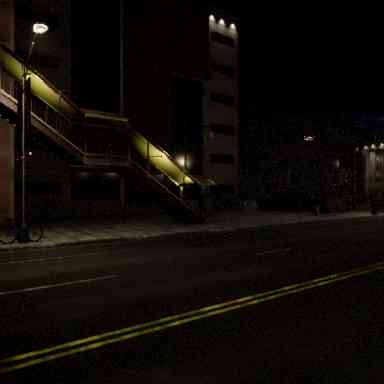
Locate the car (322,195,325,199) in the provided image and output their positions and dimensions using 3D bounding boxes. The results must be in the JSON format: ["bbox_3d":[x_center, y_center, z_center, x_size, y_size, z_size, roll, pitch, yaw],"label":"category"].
[{"bbox_3d":[29.823,1.449,76.670,3.806,1.475,1.970,0,0,-36],"label":"car"}]
